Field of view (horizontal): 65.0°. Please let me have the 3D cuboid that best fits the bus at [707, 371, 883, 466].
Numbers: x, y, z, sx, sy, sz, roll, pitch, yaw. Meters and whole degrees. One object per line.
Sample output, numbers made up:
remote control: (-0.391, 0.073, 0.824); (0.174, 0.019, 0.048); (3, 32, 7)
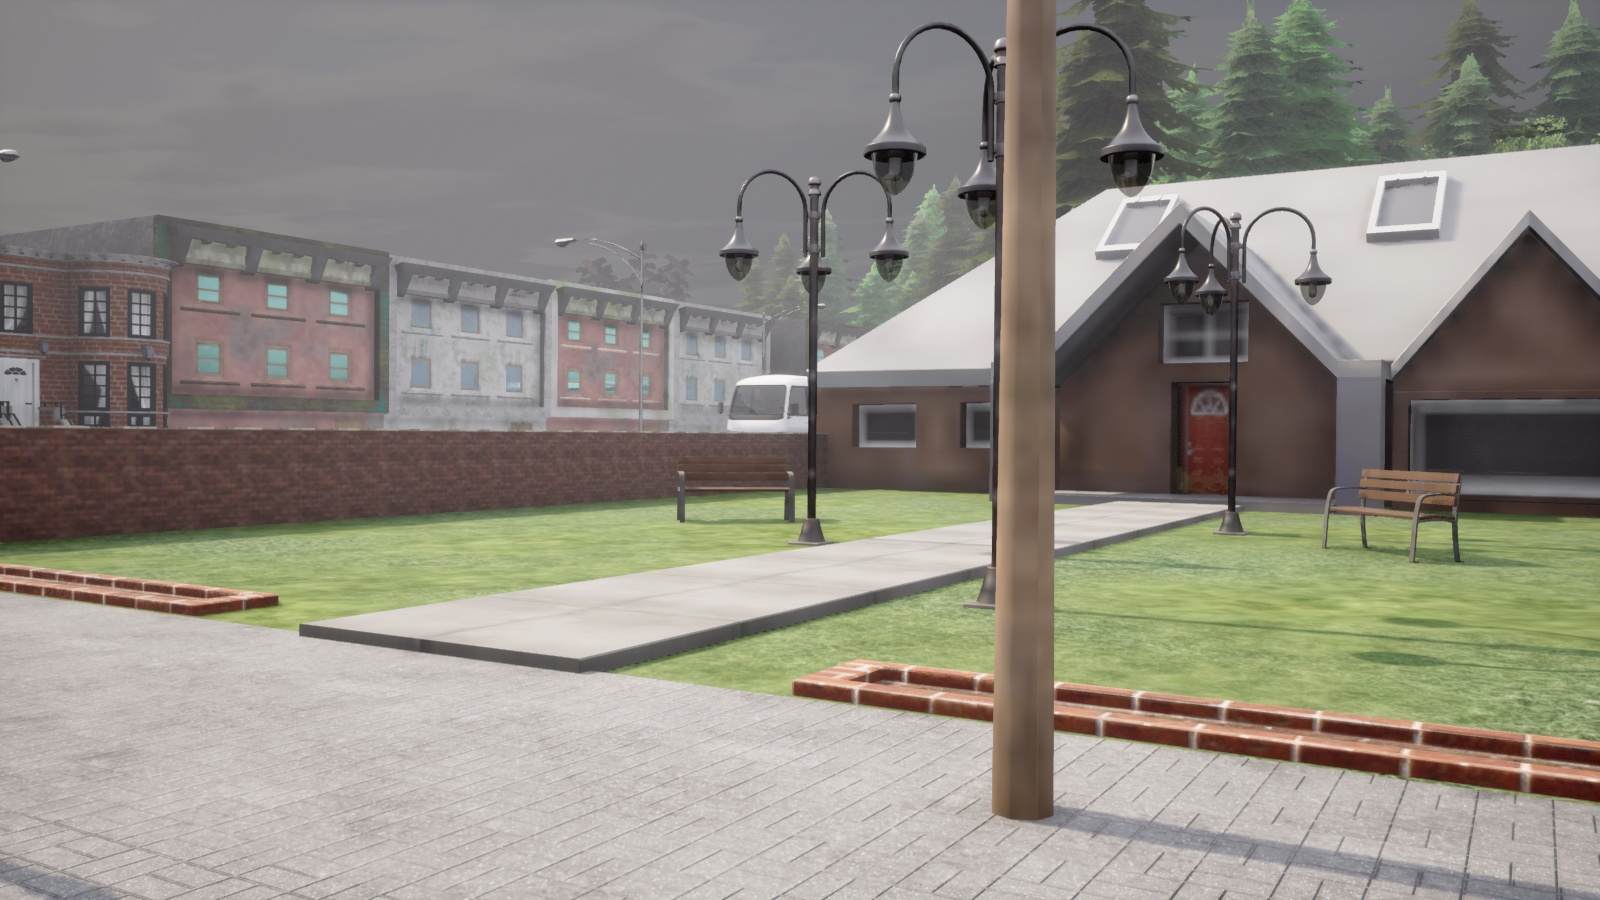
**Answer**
bus: (0.012, -1.490, 61.858); (3.944, 4.253, 10.273); (0, 1, 30)
